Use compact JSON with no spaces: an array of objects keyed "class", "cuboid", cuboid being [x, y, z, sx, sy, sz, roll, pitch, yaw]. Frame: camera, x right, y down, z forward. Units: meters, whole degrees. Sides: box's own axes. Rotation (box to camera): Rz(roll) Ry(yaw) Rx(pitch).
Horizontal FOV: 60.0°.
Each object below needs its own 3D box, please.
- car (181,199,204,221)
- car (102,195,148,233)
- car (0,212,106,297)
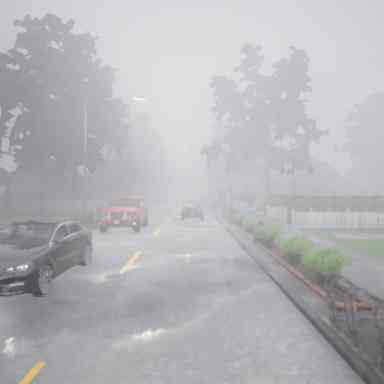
[{"class":"car","cuboid":[0.035,1.561,27.606,1.812,1.442,4.674,0,0,1]},{"class":"car","cuboid":[-4.000,1.247,20.373,2.150,2.045,5.566,0,0,0]},{"class":"car","cuboid":[-4.066,1.504,8.736,2.128,1.511,4.902,0,0,0]}]
